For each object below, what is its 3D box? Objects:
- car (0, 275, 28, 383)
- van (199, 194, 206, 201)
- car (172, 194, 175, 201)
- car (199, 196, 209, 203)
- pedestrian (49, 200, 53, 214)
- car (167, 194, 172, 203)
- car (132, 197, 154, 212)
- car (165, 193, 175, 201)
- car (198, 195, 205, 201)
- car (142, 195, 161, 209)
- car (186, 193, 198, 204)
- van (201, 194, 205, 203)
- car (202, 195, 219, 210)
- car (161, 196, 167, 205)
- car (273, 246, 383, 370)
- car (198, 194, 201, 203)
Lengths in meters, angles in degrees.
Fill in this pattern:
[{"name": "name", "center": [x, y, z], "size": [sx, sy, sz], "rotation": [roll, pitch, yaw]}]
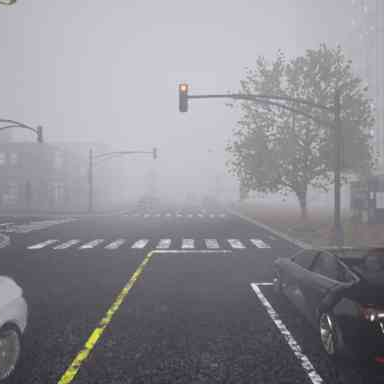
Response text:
[{"name": "car", "center": [-3.074, 1.526, 2.634], "size": [1.812, 1.442, 4.674], "rotation": [0, 0, 0]}, {"name": "van", "center": [2.560, 1.349, 82.611], "size": [1.690, 1.788, 3.998], "rotation": [0, 0, 0]}, {"name": "car", "center": [-5.822, 1.558, 82.594], "size": [2.008, 1.369, 4.403], "rotation": [0, 0, 0]}, {"name": "car", "center": [2.577, 1.572, 71.509], "size": [1.947, 1.339, 4.313], "rotation": [0, 0, 0]}, {"name": "pedestrian", "center": [-12.798, 1.319, 30.178], "size": [0.375, 1.300, 0.375], "rotation": [0, -1, -1]}, {"name": "car", "center": [-5.804, 1.532, 71.322], "size": [1.752, 1.417, 4.829], "rotation": [0, 0, 0]}, {"name": "car", "center": [-5.749, 1.584, 38.186], "size": [1.802, 1.307, 4.206], "rotation": [0, 0, 0]}, {"name": "car", "center": [-5.831, 1.324, 88.145], "size": [2.192, 1.841, 5.009], "rotation": [0, 0, 0]}, {"name": "car", "center": [2.549, 1.534, 88.332], "size": [1.752, 1.417, 4.829], "rotation": [0, 0, 0]}, {"name": "car", "center": [-5.757, 1.318, 43.737], "size": [2.192, 1.841, 5.009], "rotation": [0, 0, 0]}, {"name": "car", "center": [-0.008, 1.227, 63.692], "size": [2.150, 2.045, 5.566], "rotation": [0, 0, 0]}, {"name": "van", "center": [2.614, 1.345, 49.305], "size": [1.690, 1.788, 3.998], "rotation": [0, 0, 0]}, {"name": "car", "center": [2.622, 1.528, 43.923], "size": [1.752, 1.417, 4.829], "rotation": [0, 0, 0]}, {"name": "car", "center": [-5.776, 1.555, 54.839], "size": [2.008, 1.369, 4.403], "rotation": [0, 0, 0]}, {"name": "car", "center": [2.686, 1.566, 5.724], "size": [1.947, 1.339, 4.313], "rotation": [0, 0, 0]}, {"name": "car", "center": [2.595, 1.556, 60.407], "size": [2.008, 1.369, 4.403], "rotation": [0, 0, 0]}]
